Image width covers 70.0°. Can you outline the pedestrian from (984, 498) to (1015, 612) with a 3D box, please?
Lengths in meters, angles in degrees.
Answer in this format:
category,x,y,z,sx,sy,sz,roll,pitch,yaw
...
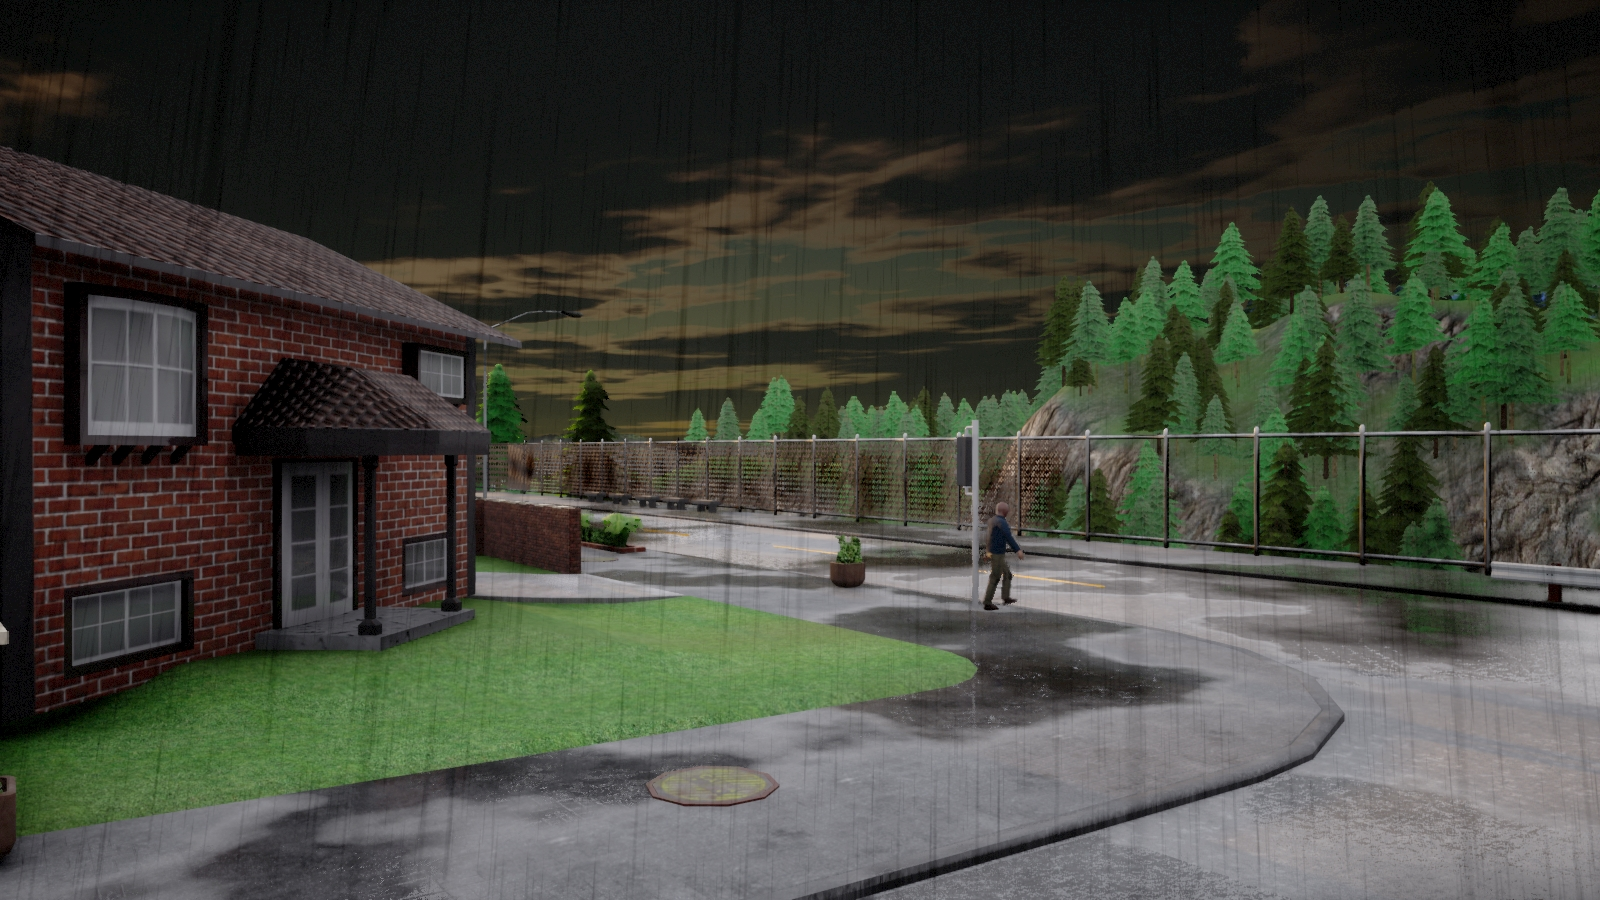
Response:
category,x,y,z,sx,sy,sz,roll,pitch,yaw
pedestrian,3.333,1.745,19.088,0.375,1.860,0.375,0,0,-15
